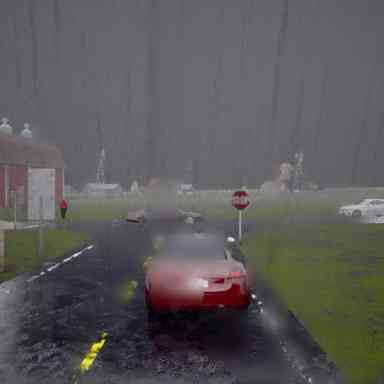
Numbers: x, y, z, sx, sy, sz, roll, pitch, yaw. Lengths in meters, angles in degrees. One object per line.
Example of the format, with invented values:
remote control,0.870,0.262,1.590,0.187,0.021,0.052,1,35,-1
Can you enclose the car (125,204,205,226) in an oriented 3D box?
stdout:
car,-1.794,1.565,22.858,5.357,1.411,2.033,-1,0,1

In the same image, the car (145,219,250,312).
car,0.091,1.565,7.782,1.994,1.385,4.181,0,0,-1

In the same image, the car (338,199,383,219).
car,13.996,1.282,26.232,4.674,1.442,1.812,-1,0,-4

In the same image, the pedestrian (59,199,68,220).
pedestrian,-11.258,1.490,29.131,0.375,1.860,0.375,0,0,4
